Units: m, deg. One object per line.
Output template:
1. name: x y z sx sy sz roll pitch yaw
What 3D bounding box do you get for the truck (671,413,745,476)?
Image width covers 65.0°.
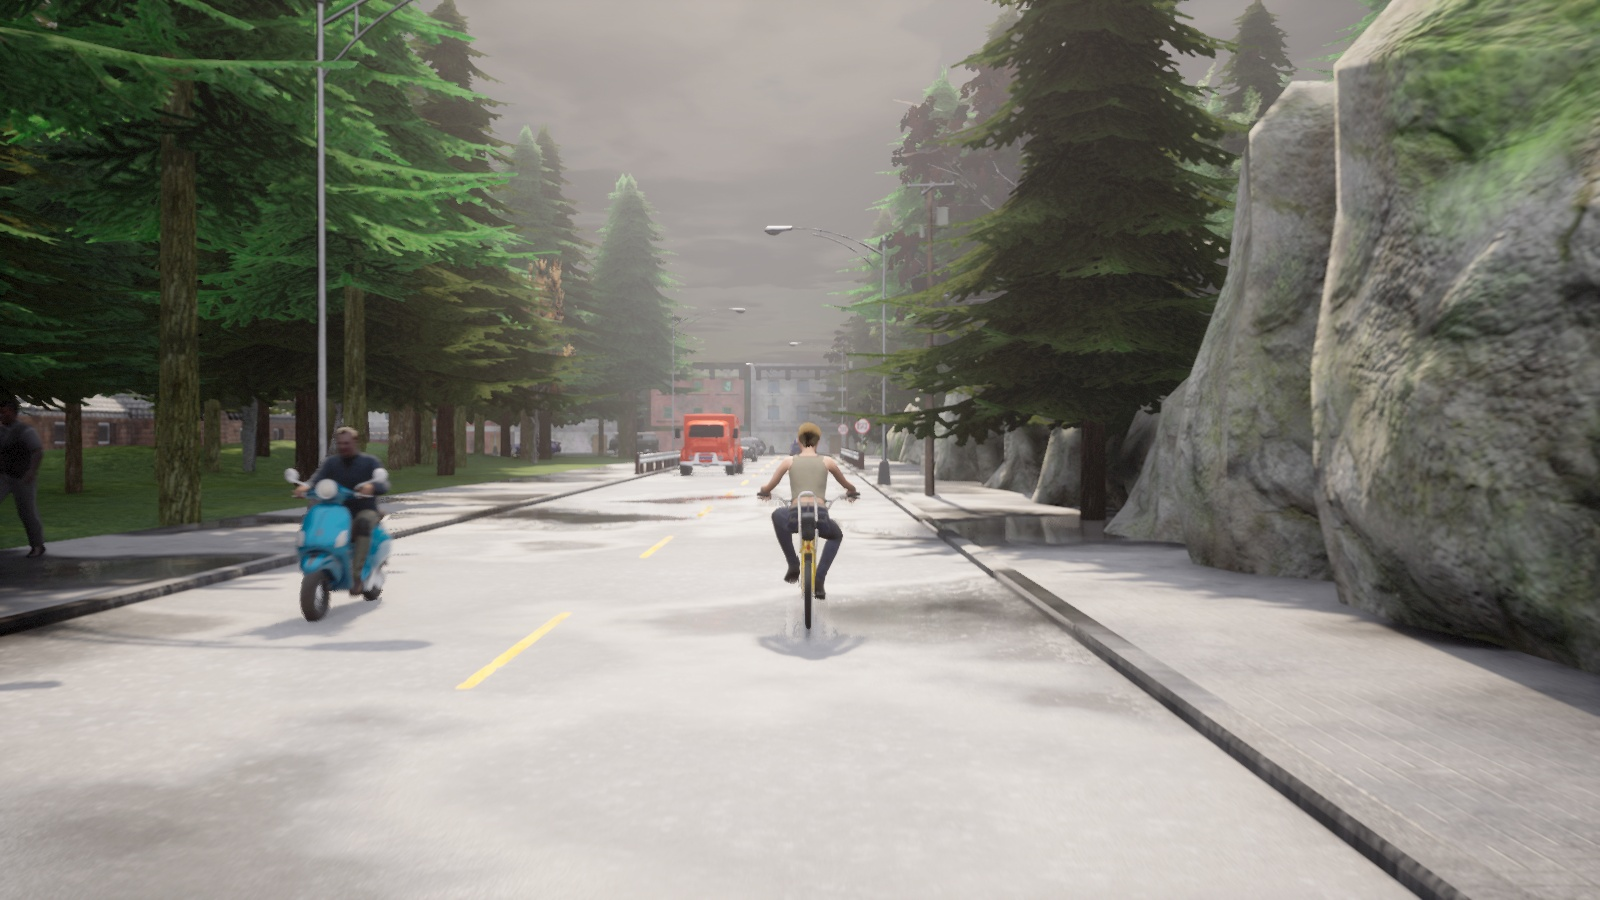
1. truck: -3.700 -0.220 51.617 2.627 2.467 5.204 0 0 0

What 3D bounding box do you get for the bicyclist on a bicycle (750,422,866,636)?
1. bicyclist on a bicycle: 0.068 0.587 10.196 0.866 1.612 1.509 0 1 1

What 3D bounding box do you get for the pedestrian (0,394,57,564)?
1. pedestrian: -9.021 0.315 14.285 0.563 1.883 0.849 0 1 8

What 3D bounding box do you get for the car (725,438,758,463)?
1. car: -3.657 0.017 78.620 1.837 1.490 4.892 0 0 0

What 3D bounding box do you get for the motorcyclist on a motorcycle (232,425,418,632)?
1. motorcyclist on a motorcycle: -3.926 0.598 10.565 0.866 1.590 1.817 0 1 0

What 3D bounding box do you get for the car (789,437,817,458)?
1. car: 0.197 -0.191 98.393 1.882 1.535 5.008 0 0 -4
